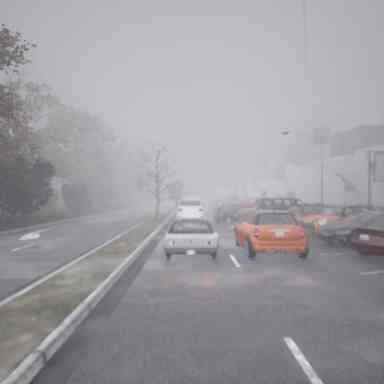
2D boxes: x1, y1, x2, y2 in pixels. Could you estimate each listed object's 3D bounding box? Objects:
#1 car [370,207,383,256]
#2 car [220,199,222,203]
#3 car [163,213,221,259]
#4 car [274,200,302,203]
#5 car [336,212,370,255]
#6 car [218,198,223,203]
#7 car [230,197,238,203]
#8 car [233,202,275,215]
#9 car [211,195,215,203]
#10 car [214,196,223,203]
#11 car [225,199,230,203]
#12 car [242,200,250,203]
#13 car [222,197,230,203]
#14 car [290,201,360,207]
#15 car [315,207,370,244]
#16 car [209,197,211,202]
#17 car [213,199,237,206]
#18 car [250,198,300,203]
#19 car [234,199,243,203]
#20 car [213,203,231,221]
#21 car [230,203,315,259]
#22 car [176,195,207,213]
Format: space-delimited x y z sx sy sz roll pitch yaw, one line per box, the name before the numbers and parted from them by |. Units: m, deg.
car | 8.076 1.324 9.134 5.566 2.045 2.435 1 -1 -20
car | 7.780 2.293 57.125 4.674 1.452 2.002 1 0 -20
car | -0.030 1.729 13.196 1.895 1.301 4.718 0 -1 0
car | 7.952 1.573 21.115 4.553 1.767 2.185 1 -1 -20
car | 8.057 1.633 12.135 4.792 1.488 2.163 1 -1 -20
car | 7.786 2.317 60.150 4.792 1.488 2.163 1 -1 -20
car | 7.858 1.703 39.112 5.566 2.045 2.435 1 -1 -20
car | 7.836 2.034 42.110 4.792 1.488 2.163 1 -1 -20
car | 7.670 2.144 72.131 5.566 2.045 2.435 1 0 -20
car | 7.772 2.071 63.152 5.566 2.045 2.435 1 -1 -20
car | 7.821 2.109 48.126 5.008 1.535 2.097 1 -1 -20
car | 8.086 1.861 33.191 5.366 1.575 1.946 1 -1 -20
car | 7.826 2.081 54.139 4.553 1.767 2.185 1 -1 -20
car | 8.031 1.541 18.130 4.553 1.767 2.185 1 0 -20
car | 8.022 1.635 15.119 4.892 1.521 2.231 1 0 -20
car | 7.599 2.456 84.146 4.792 1.488 2.163 1 0 -20
car | 7.830 2.415 78.224 5.366 1.575 1.946 1 0 -20
car | 7.974 1.523 27.143 5.566 2.045 2.435 1 -1 -20
car | 7.722 1.899 36.055 5.366 1.575 1.946 1 -1 -20
car | 2.885 1.905 28.231 1.895 1.301 4.718 0 -1 0
car | 2.972 1.480 13.377 2.097 1.767 4.553 0 -1 0
car | -0.118 1.520 27.546 2.150 2.045 5.566 0 0 0
